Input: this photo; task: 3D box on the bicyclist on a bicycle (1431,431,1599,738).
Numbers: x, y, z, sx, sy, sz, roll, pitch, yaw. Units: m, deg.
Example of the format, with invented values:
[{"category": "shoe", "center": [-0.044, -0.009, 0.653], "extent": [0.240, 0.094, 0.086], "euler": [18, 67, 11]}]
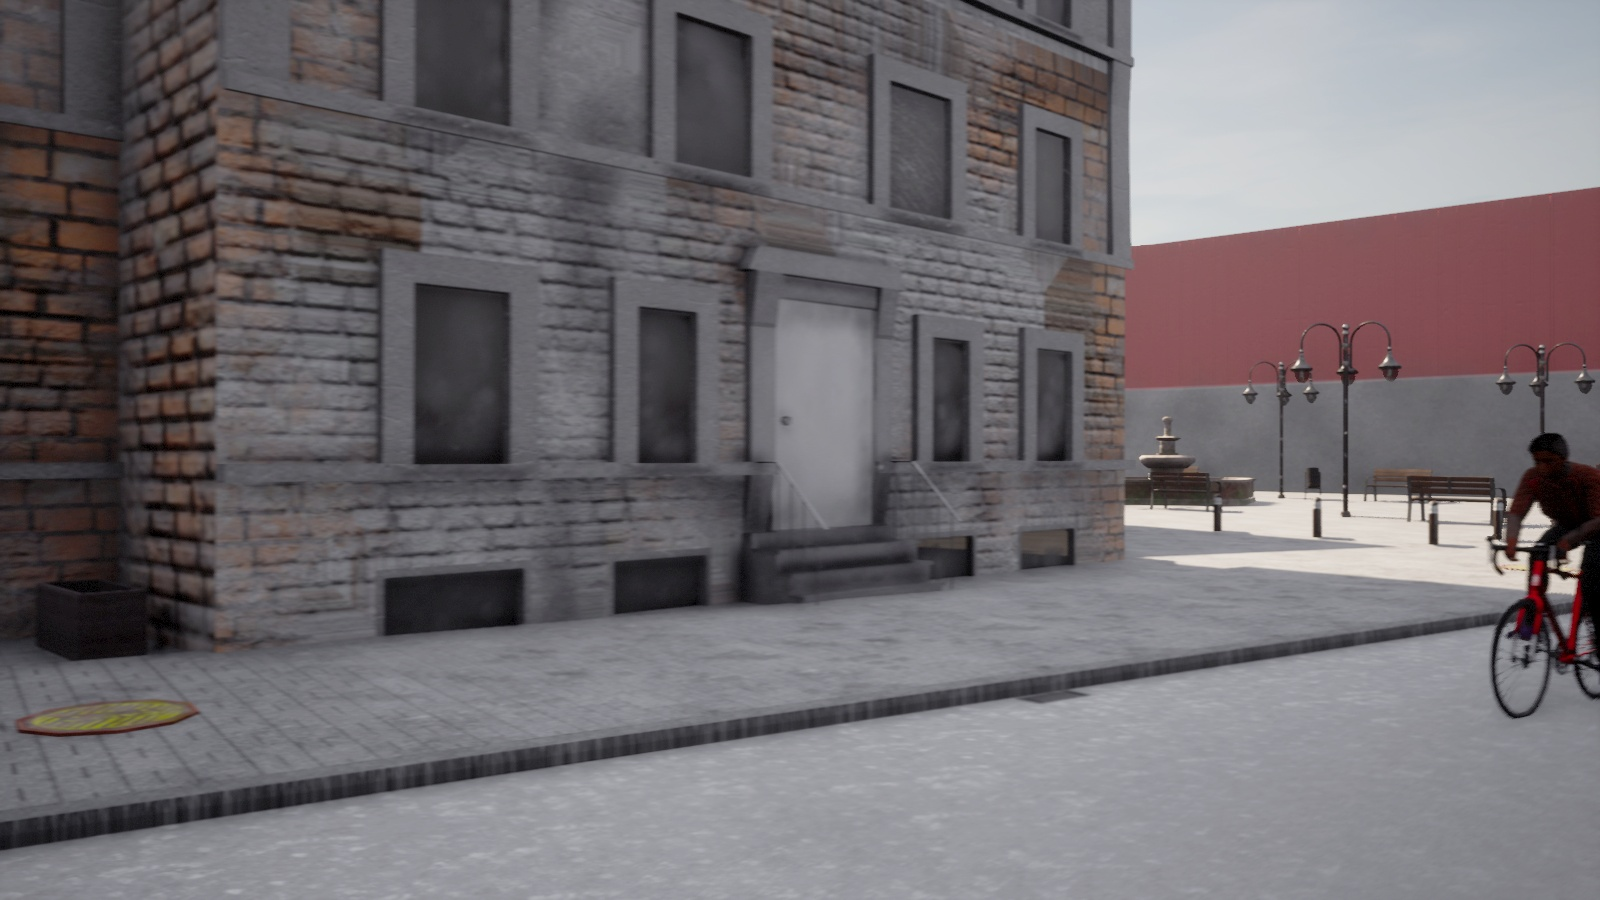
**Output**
[{"category": "bicyclist on a bicycle", "center": [4.426, 0.706, 7.349], "extent": [1.656, 1.620, 0.582], "euler": [0, 0, -35]}]
